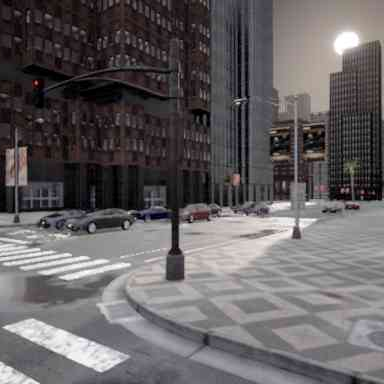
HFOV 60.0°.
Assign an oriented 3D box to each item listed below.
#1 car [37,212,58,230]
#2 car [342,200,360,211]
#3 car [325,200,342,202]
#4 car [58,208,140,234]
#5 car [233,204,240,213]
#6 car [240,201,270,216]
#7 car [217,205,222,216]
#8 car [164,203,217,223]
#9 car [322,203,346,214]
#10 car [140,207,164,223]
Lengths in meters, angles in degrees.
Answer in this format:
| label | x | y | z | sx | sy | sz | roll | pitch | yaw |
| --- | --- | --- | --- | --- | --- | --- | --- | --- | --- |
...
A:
| label | x | y | z | sx | sy | sz | roll | pitch | yaw |
| --- | --- | --- | --- | --- | --- | --- | --- | --- | --- |
| car | -8.752 | 1.898 | 23.750 | 1.994 | 1.385 | 4.181 | 0 | -1 | 35 |
| car | 28.876 | 2.532 | 59.793 | 1.882 | 1.535 | 5.008 | 0 | -1 | 35 |
| car | 26.958 | 2.687 | 62.710 | 1.895 | 1.301 | 4.718 | 0 | -1 | 35 |
| car | -5.982 | 1.829 | 22.042 | 1.837 | 1.490 | 4.892 | 0 | -1 | 35 |
| car | 7.627 | 2.099 | 46.881 | 2.097 | 1.767 | 4.553 | 0 | -1 | 37 |
| car | 8.382 | 2.192 | 42.341 | 1.837 | 1.490 | 4.892 | 0 | -1 | 36 |
| car | 1.712 | 2.102 | 38.562 | 1.837 | 1.490 | 4.892 | 0 | -1 | 35 |
| car | -0.035 | 1.826 | 30.455 | 2.097 | 1.767 | 4.553 | 0 | -1 | 35 |
| car | 19.887 | 2.418 | 47.061 | 1.895 | 1.301 | 4.718 | 0 | -1 | 35 |
| car | -3.704 | 2.061 | 30.906 | 1.895 | 1.301 | 4.718 | 0 | -1 | 35 |
